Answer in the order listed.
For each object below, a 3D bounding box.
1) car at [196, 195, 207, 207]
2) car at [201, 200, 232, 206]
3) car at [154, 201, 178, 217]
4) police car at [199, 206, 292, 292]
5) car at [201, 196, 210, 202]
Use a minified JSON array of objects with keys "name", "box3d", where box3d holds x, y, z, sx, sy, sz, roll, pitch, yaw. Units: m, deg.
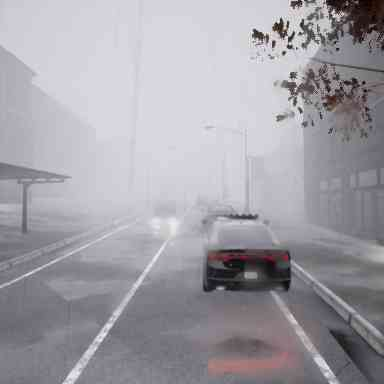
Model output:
[{"name":"car","box3d":[1.529,1.394,45.867,1.895,1.301,4.718,0,0,2]},{"name":"car","box3d":[1.586,1.438,18.966,1.837,1.490,4.892,0,0,2]},{"name":"car","box3d":[-2.310,1.467,30.352,1.895,1.301,4.718,0,0,2]},{"name":"police car","box3d":[1.236,1.412,9.072,1.930,1.638,5.238,0,0,2]},{"name":"car","box3d":[1.803,1.349,25.158,1.801,1.575,5.366,0,0,2]}]
